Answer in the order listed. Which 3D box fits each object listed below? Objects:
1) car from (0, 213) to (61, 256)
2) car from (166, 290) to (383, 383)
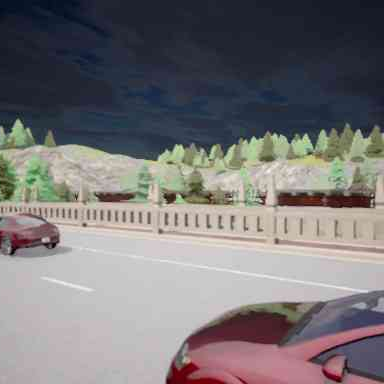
[{"bbox_3d":[-7.188,1.589,13.431,4.674,1.442,1.812,0,0,36],"label":"car"},{"bbox_3d":[1.797,1.564,2.710,4.181,1.385,1.994,0,0,36],"label":"car"}]
